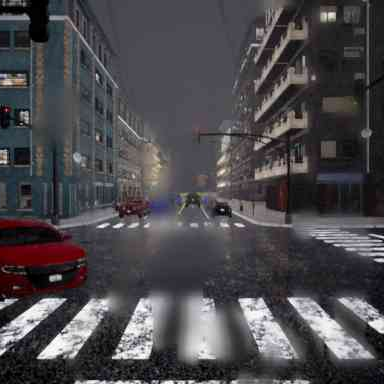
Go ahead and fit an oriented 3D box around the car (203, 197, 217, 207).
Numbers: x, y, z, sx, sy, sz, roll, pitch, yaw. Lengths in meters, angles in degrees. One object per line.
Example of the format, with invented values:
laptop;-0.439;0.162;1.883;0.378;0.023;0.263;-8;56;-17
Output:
car;2.608;1.579;41.434;1.802;1.307;4.206;0;0;0

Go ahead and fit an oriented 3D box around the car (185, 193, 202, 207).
car;0.151;1.214;51.548;2.150;2.045;5.566;0;0;0

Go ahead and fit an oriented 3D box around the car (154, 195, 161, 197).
car;-5.266;1.539;46.994;1.887;1.381;4.507;0;0;0

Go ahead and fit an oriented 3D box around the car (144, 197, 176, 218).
car;-2.822;1.478;30.277;1.882;1.535;5.008;0;0;0

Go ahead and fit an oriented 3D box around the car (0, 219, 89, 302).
car;-4.408;1.503;8.636;1.882;1.535;5.008;1;-2;-41

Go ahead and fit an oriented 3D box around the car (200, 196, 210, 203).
car;2.637;1.535;69.195;2.008;1.369;4.403;0;0;0

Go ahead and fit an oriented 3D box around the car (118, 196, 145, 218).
car;-5.283;1.315;30.338;2.192;1.841;5.009;0;0;0

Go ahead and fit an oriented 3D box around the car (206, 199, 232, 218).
car;2.597;1.566;30.330;1.947;1.339;4.313;0;0;0

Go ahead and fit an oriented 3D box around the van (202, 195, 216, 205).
van;2.615;1.336;46.986;1.690;1.788;3.998;0;0;0

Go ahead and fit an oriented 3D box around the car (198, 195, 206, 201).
car;2.653;1.517;85.850;1.887;1.381;4.507;0;0;0

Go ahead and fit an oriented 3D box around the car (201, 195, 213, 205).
car;2.626;1.430;58.090;1.967;1.590;4.097;0;0;0

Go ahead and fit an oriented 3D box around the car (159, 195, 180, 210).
car;-2.806;1.502;40.648;1.837;1.490;4.892;0;0;0

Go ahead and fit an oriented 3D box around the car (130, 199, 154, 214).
car;-5.278;1.544;35.890;1.887;1.381;4.507;0;0;0

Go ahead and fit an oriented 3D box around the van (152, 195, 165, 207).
van;-5.260;1.333;52.546;1.690;1.788;3.998;0;0;0

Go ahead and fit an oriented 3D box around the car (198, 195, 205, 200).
car;2.659;1.512;91.403;1.887;1.381;4.507;0;0;0

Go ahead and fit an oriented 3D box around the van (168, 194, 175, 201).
van;-5.226;1.313;85.858;1.690;1.788;3.998;0;0;0

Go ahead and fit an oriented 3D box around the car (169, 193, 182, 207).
car;-2.782;1.215;52.921;2.150;2.045;5.566;0;0;0
